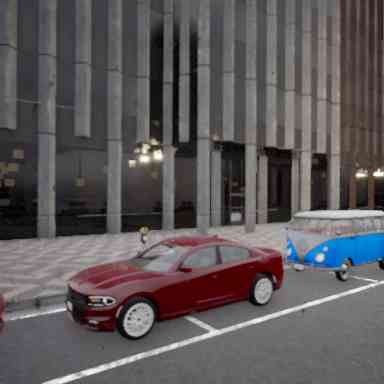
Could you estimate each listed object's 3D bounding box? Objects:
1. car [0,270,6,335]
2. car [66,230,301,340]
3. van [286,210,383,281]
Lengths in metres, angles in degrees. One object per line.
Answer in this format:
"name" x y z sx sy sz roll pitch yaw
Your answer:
"car" -4.685 1.295 3.307 5.009 1.841 2.192 1 -1 -36
"car" -0.099 1.584 6.582 4.507 1.381 1.887 1 -1 -36
"van" 4.489 1.440 9.860 3.998 1.788 1.690 1 -1 -36
